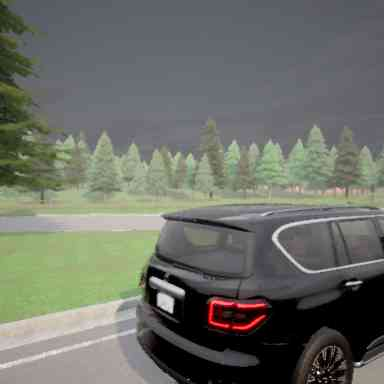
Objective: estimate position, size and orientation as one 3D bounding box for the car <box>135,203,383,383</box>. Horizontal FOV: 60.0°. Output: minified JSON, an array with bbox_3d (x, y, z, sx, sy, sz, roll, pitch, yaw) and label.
[{"bbox_3d":[1.929,1.183,4.864,5.566,2.045,2.150,0,0,-35],"label":"car"}]
